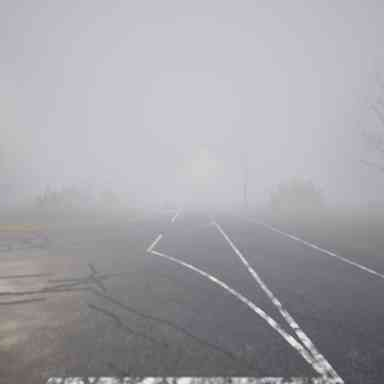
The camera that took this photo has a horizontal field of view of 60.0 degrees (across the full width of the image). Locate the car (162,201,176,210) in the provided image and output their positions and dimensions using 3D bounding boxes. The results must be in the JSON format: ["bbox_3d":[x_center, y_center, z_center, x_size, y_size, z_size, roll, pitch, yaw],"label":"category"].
[{"bbox_3d":[-3.431,1.935,50.030,1.895,1.301,4.718,0,0,0],"label":"car"}]
